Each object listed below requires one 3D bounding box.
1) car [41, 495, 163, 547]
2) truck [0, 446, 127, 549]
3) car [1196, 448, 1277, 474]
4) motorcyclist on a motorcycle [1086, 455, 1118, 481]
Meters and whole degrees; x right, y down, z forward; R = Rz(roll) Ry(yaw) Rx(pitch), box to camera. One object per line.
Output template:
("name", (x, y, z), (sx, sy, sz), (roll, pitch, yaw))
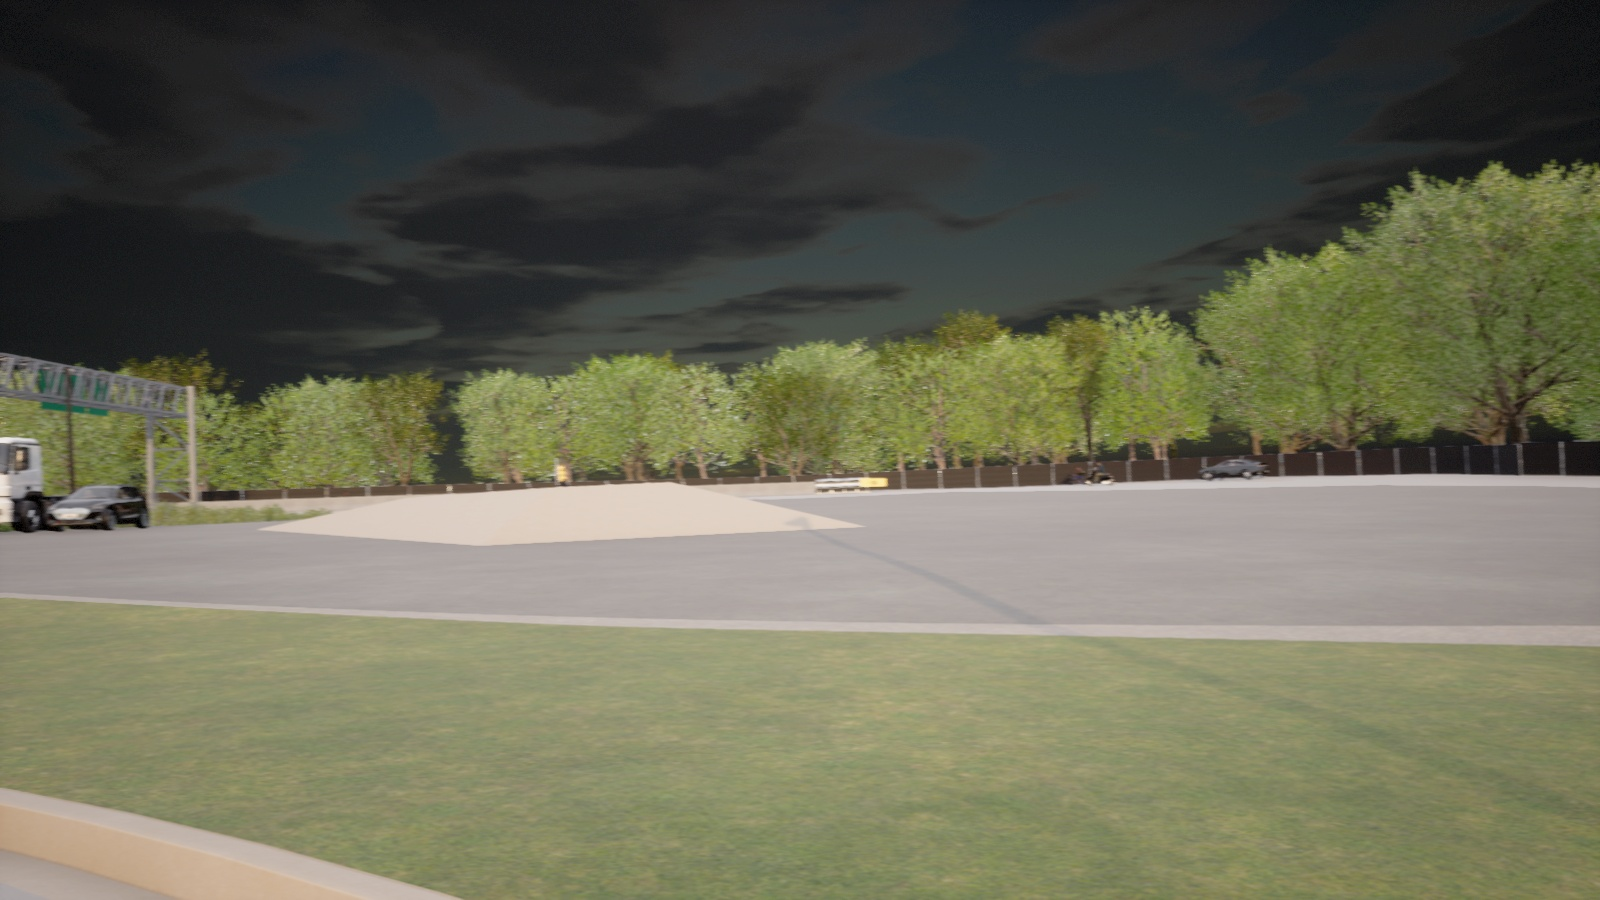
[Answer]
("car", (-24.610, 2.462, 44.502), (2.033, 1.649, 4.856), (-2, -2, -7))
("truck", (-28.485, 1.807, 46.641), (2.891, 3.462, 7.936), (-2, -2, -2))
("car", (31.191, 0.805, 89.802), (4.902, 1.511, 2.128), (-5, -2, 44))
("motorcyclist on a motorcycle", (19.606, 1.189, 81.525), (1.817, 1.590, 0.866), (-3, 0, 21))
